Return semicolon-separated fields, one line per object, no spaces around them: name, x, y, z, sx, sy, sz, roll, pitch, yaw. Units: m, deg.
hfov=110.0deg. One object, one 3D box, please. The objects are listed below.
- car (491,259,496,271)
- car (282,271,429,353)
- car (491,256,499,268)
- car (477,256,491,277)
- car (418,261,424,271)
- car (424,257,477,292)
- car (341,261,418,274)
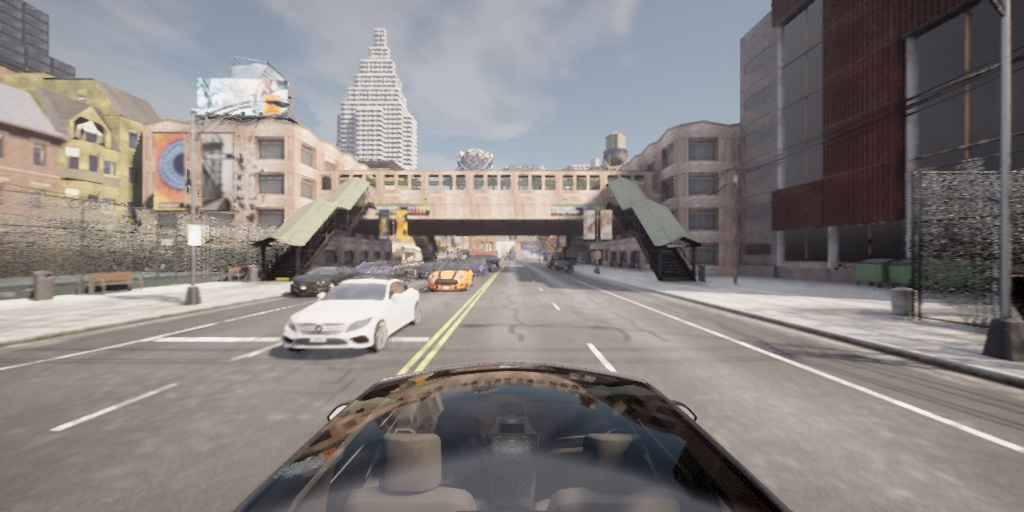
car;-3.464;1.347;44.827;1.895;1.301;4.718;0;0;0
car;-3.597;1.275;8.984;1.812;1.442;4.674;0;0;0
car;-3.390;0.962;63.078;2.150;2.045;5.566;0;0;0
car;-3.569;1.098;36.029;2.097;1.767;4.553;0;0;0
car;-7.088;1.253;32.337;1.837;1.490;4.892;0;0;0
car;-3.502;1.099;21.275;2.097;1.767;4.553;0;0;0
car;-6.996;1.241;19.597;2.128;1.511;4.902;0;0;0
